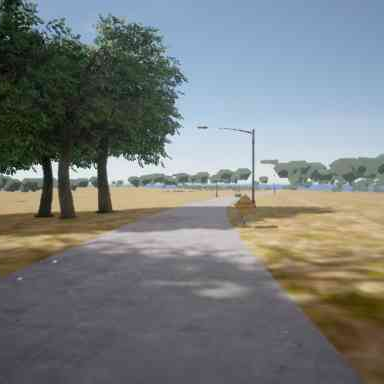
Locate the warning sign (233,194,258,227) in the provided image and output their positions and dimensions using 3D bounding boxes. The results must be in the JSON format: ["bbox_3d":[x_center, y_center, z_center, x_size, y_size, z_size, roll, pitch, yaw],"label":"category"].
[{"bbox_3d":[3.216,1.087,20.165,1.300,1.860,1.060,1,1,3],"label":"warning sign"}]
